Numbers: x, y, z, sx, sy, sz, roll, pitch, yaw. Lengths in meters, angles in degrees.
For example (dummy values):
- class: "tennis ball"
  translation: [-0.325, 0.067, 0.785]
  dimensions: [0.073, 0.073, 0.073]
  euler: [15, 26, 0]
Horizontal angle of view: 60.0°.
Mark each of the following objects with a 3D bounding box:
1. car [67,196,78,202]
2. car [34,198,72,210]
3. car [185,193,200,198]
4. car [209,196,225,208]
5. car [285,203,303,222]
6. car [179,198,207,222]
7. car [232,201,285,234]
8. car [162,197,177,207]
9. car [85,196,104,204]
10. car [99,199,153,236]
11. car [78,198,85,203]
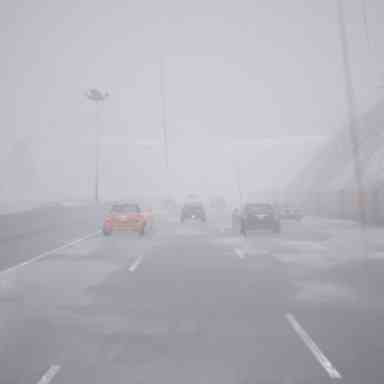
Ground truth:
- class: "car"
  translation: [-24.521, 1.436, 68.184]
  dimensions: [1.994, 1.385, 4.181]
  euler: [0, 0, 0]
- class: "car"
  translation: [-14.094, 1.565, 33.390]
  dimensions: [1.994, 1.385, 4.181]
  euler: [0, 0, 0]
- class: "car"
  translation: [0.060, 1.215, 51.648]
  dimensions: [2.150, 2.045, 5.566]
  euler: [0, 0, 0]
- class: "car"
  translation: [3.564, 1.346, 47.731]
  dimensions: [2.097, 1.767, 4.553]
  euler: [0, 0, 0]
- class: "car"
  translation: [7.076, 1.542, 26.143]
  dimensions: [2.033, 1.411, 5.357]
  euler: [0, 0, 0]
- class: "car"
  translation: [0.084, 1.501, 26.234]
  dimensions: [1.837, 1.490, 4.892]
  euler: [0, 0, 0]
- class: "car"
  translation: [3.587, 1.349, 19.387]
  dimensions: [2.097, 1.767, 4.553]
  euler: [0, 0, 0]
- class: "car"
  translation: [-3.437, 1.499, 50.419]
  dimensions: [1.837, 1.490, 4.892]
  euler: [0, 0, 0]
- class: "car"
  translation: [-17.556, 1.453, 61.535]
  dimensions: [1.837, 1.490, 4.892]
  euler: [0, 0, 0]
- class: "car"
  translation: [-3.412, 1.352, 18.625]
  dimensions: [2.097, 1.767, 4.553]
  euler: [0, 0, 0]
- class: "car"
  translation: [-21.023, 1.483, 68.030]
  dimensions: [1.895, 1.301, 4.718]
  euler: [0, 0, 0]
